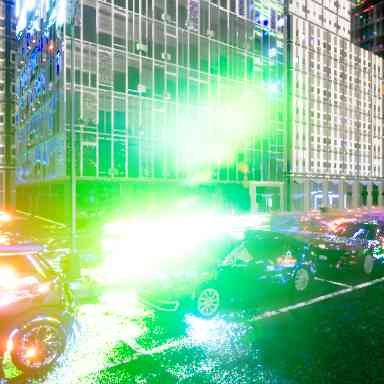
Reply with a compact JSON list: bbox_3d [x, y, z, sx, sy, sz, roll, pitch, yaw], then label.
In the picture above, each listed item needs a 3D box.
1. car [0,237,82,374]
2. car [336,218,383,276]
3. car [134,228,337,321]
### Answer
[{"bbox_3d":[-3.604,1.440,3.991,4.097,1.590,1.967,0,0,-35],"label":"car"},{"bbox_3d":[5.419,1.546,10.393,4.507,1.381,1.887,0,0,-35],"label":"car"},{"bbox_3d":[0.907,1.551,7.192,4.403,1.369,2.008,0,0,-35],"label":"car"}]
